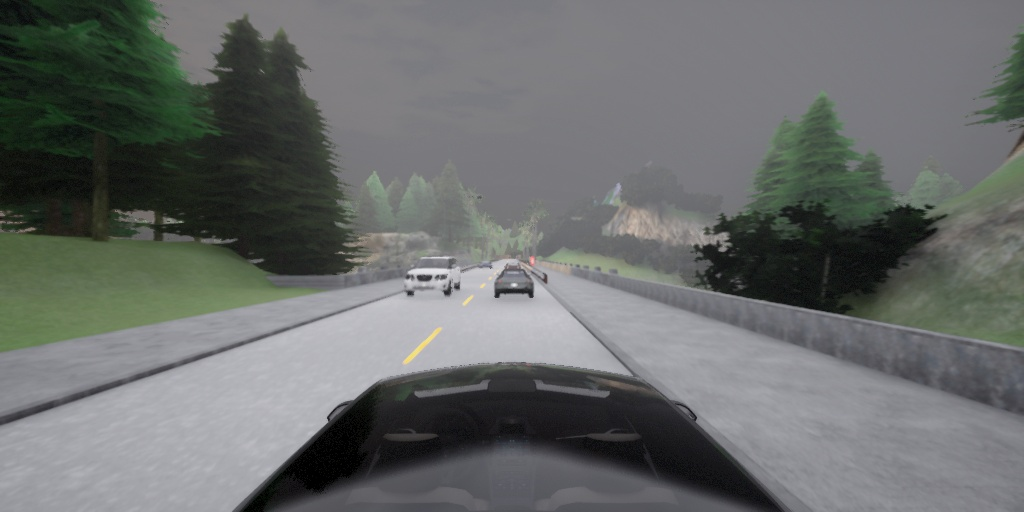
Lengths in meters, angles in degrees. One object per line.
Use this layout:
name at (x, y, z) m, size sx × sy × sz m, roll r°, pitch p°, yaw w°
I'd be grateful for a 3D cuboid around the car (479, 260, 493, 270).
car at (-4.021, 1.360, 55.564) m, size 1.812 × 1.442 × 4.674 m, roll 0°, pitch 0°, yaw 1°

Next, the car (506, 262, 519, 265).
car at (0.112, 1.413, 43.709) m, size 1.895 × 1.301 × 4.718 m, roll 0°, pitch 0°, yaw 0°

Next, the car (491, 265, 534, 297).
car at (0.105, 1.340, 19.018) m, size 1.994 × 1.385 × 4.181 m, roll 0°, pitch 0°, yaw 0°

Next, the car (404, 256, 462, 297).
car at (-4.093, 1.000, 19.434) m, size 2.150 × 2.045 × 5.566 m, roll 0°, pitch 0°, yaw 0°
